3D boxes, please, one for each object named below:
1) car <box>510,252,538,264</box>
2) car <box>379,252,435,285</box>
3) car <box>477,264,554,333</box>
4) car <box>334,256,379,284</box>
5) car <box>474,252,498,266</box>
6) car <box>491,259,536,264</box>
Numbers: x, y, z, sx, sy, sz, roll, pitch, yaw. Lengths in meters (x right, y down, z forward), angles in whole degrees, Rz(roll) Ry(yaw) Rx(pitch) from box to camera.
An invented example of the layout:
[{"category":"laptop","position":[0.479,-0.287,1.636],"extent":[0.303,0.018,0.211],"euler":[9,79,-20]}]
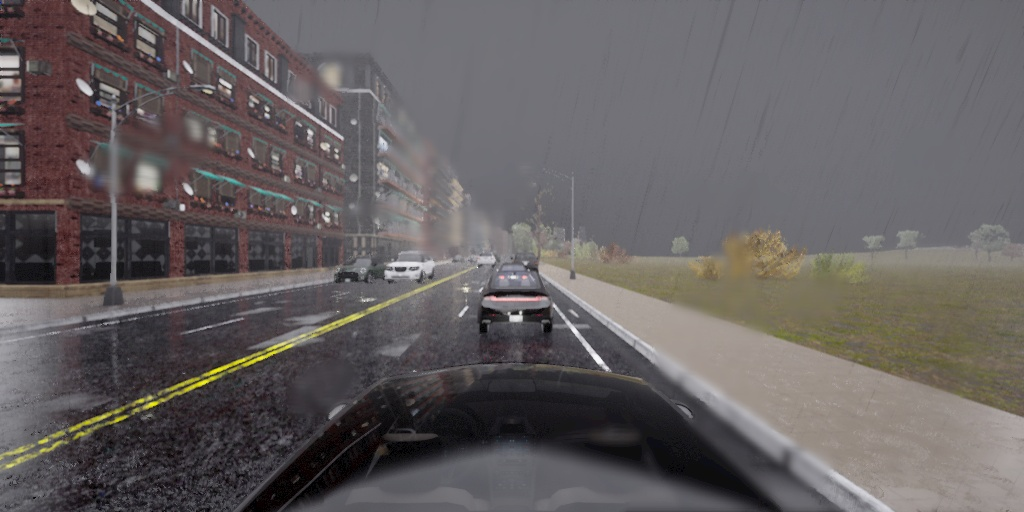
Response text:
[{"category":"car","position":[1.073,0.660,30.998],"extent":[2.150,2.045,5.566],"euler":[0,1,0]},{"category":"car","position":[-6.650,0.731,24.071],"extent":[2.150,2.045,5.566],"euler":[0,1,0]},{"category":"car","position":[0.082,1.149,10.350],"extent":[2.128,1.511,4.902],"euler":[0,1,0]},{"category":"car","position":[-9.899,0.864,23.835],"extent":[2.097,1.767,4.553],"euler":[0,1,0]},{"category":"car","position":[-3.349,0.469,48.055],"extent":[2.150,2.045,5.566],"euler":[0,0,0]},{"category":"car","position":[0.063,1.093,20.790],"extent":[2.033,1.411,5.357],"euler":[0,1,0]}]
